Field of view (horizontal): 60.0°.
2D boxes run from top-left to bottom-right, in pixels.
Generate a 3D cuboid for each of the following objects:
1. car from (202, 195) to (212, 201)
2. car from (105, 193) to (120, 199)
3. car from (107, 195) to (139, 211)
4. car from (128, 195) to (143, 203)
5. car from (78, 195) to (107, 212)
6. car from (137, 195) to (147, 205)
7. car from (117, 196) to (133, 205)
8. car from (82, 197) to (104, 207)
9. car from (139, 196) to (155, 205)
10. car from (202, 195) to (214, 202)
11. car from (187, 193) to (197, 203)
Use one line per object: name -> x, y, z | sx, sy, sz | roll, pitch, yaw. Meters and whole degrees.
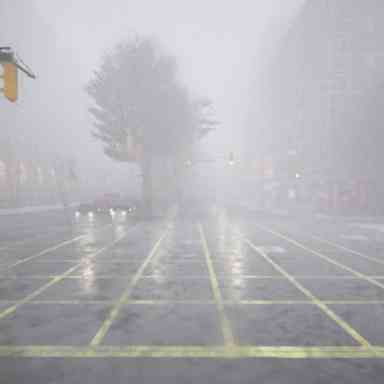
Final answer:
car -> 3.522, 1.412, 79.069 | 2.128, 1.511, 4.902 | 0, 0, 0
car -> -11.523, 1.122, 47.581 | 2.150, 2.045, 5.566 | 0, 0, 1
car -> -8.076, 1.469, 39.567 | 2.033, 1.411, 5.357 | 0, 0, 0
car -> -11.481, 1.380, 67.699 | 2.128, 1.511, 4.902 | 0, 0, 0
car -> -11.576, 1.441, 38.169 | 1.812, 1.442, 4.674 | 0, 0, 0
car -> -8.015, 1.471, 48.803 | 1.994, 1.385, 4.181 | 0, 0, 1
car -> -11.484, 1.449, 57.465 | 1.994, 1.385, 4.181 | 0, 0, 0
car -> -14.735, 1.485, 49.876 | 1.895, 1.301, 4.718 | 0, 0, 0
car -> -7.983, 1.438, 59.424 | 2.033, 1.411, 5.357 | 0, 0, 0
car -> 3.519, 1.496, 70.036 | 1.895, 1.301, 4.718 | 0, 0, 0
car -> 0.019, 1.436, 68.859 | 2.033, 1.411, 5.357 | 0, 0, 0
